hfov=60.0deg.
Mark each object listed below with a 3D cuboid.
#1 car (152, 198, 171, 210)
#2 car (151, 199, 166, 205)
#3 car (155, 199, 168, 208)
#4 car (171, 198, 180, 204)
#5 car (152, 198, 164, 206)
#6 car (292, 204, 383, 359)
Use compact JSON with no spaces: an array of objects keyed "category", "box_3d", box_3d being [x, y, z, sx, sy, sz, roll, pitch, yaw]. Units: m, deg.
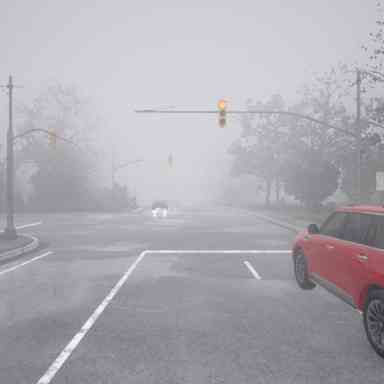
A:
[{"category":"car","box_3d":[-4.138,1.640,43.312,1.994,1.385,4.181,0,-1,-3]},{"category":"car","box_3d":[-8.353,2.406,83.038,2.033,1.411,5.357,0,-1,-25]},{"category":"car","box_3d":[-4.904,1.819,53.226,1.895,1.301,4.718,0,-1,-7]},{"category":"car","box_3d":[-4.644,2.316,83.176,1.882,1.535,5.008,0,-1,-22]},{"category":"car","box_3d":[-6.897,1.979,66.281,1.882,1.535,5.008,0,-1,-11]},{"category":"car","box_3d":[3.590,1.221,6.053,2.150,2.045,5.566,0,0,0]}]
